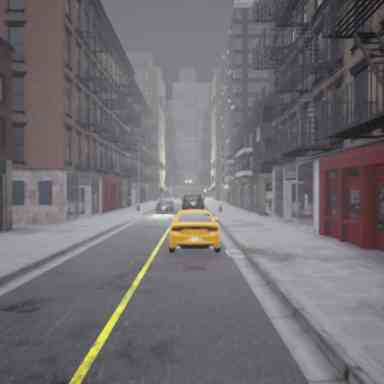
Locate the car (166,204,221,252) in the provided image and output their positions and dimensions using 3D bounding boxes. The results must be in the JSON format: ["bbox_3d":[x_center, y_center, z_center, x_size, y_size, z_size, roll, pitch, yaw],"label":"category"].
[{"bbox_3d":[0.102,1.466,13.919,1.882,1.535,5.008,0,0,0],"label":"car"}]

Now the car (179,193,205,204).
[{"bbox_3d":[0.101,1.192,32.574,2.150,2.045,5.566,0,0,0],"label":"car"}]

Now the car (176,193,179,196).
[{"bbox_3d":[-2.748,1.052,76.619,2.128,1.511,4.902,0,0,0],"label":"car"}]

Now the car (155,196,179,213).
[{"bbox_3d":[-2.842,1.458,35.958,2.128,1.511,4.902,0,0,0],"label":"car"}]
